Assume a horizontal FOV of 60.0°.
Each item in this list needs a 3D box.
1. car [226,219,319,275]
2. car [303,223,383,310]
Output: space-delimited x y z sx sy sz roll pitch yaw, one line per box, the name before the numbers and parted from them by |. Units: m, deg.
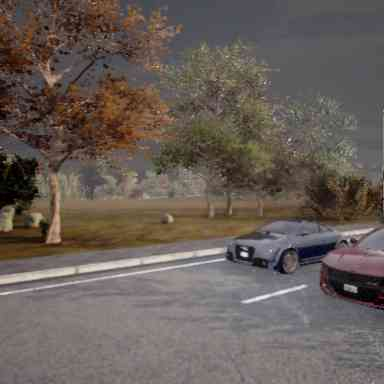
car | 3.093 1.565 10.497 4.181 1.385 1.994 0 0 -35
car | 4.913 1.478 7.496 5.008 1.535 1.882 0 0 -35
